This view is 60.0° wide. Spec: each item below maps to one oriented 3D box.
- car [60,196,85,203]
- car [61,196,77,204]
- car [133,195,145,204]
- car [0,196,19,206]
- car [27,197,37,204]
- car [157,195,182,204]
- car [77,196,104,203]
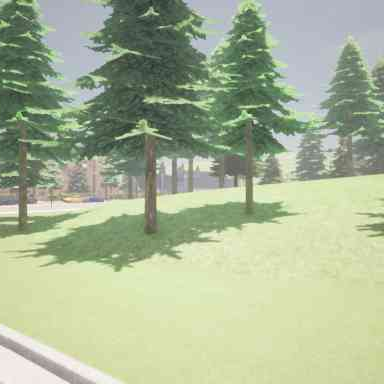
[{"bbox_3d":[-24.948,1.595,69.699,1.895,1.301,4.718,0,0,35],"label":"car"},{"bbox_3d":[-23.145,1.478,66.177,1.882,1.535,5.008,0,0,35],"label":"car"},{"bbox_3d":[-9.622,1.352,65.419,2.097,1.767,4.553,0,0,35],"label":"car"},{"bbox_3d":[-29.736,1.352,50.878,2.097,1.767,4.553,0,0,35],"label":"car"},{"bbox_3d":[-31.187,1.548,60.860,2.033,1.411,5.357,0,0,36],"label":"car"},{"bbox_3d":[-4.774,1.352,66.151,2.097,1.767,4.553,0,0,36],"label":"car"},{"bbox_3d":[-19.519,1.525,65.292,1.812,1.442,4.674,0,0,36],"label":"car"}]
